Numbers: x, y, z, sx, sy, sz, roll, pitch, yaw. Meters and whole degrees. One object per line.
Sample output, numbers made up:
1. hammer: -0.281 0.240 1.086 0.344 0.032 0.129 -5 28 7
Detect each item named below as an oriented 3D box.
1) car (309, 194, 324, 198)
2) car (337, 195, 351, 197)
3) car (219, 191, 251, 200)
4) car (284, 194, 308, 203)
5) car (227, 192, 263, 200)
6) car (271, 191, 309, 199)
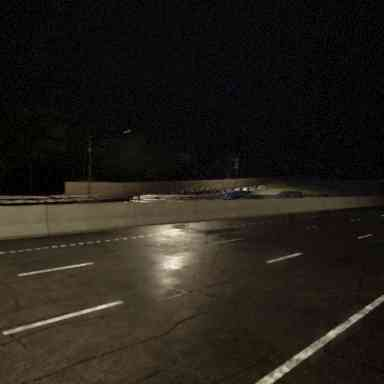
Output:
1. car: 20.163 1.148 54.510 5.008 1.535 1.882 0 1 -44
2. car: 24.485 1.222 53.820 4.892 1.490 1.837 0 0 -44
3. car: 6.182 0.834 45.811 5.566 2.045 2.150 0 0 -44
4. car: 17.930 1.134 57.217 4.892 1.490 1.837 0 1 -44
5. car: 7.039 1.129 41.781 5.008 1.535 1.882 0 0 -44
6. car: 11.997 0.919 41.705 5.566 2.045 2.150 1 0 -44
